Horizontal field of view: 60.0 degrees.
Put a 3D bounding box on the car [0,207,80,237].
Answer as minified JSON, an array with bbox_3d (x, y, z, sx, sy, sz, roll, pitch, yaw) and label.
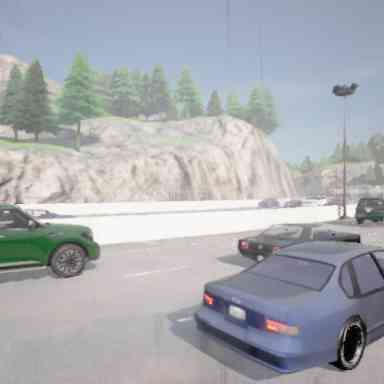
[{"bbox_3d":[-9.359,1.652,18.885,5.357,1.411,2.033,0,0,-37],"label":"car"}]

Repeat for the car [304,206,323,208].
[{"bbox_3d":[18.990,1.557,50.860,2.150,2.045,5.566,0,0,40],"label":"car"}]

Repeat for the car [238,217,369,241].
[{"bbox_3d":[3.798,1.675,11.148,4.718,1.301,1.895,0,0,-38],"label":"car"}]

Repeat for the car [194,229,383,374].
[{"bbox_3d":[2.576,1.587,5.749,5.357,1.411,2.033,0,0,-37],"label":"car"}]

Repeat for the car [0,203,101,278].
[{"bbox_3d":[-5.282,1.271,8.667,5.566,2.045,2.150,0,0,-36],"label":"car"}]

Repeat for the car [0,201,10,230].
[{"bbox_3d":[-13.742,1.457,20.070,4.553,1.767,2.097,0,0,-36],"label":"car"}]

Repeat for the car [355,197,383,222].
[{"bbox_3d":[14.116,1.393,24.798,5.566,2.045,2.150,0,0,-44],"label":"car"}]
